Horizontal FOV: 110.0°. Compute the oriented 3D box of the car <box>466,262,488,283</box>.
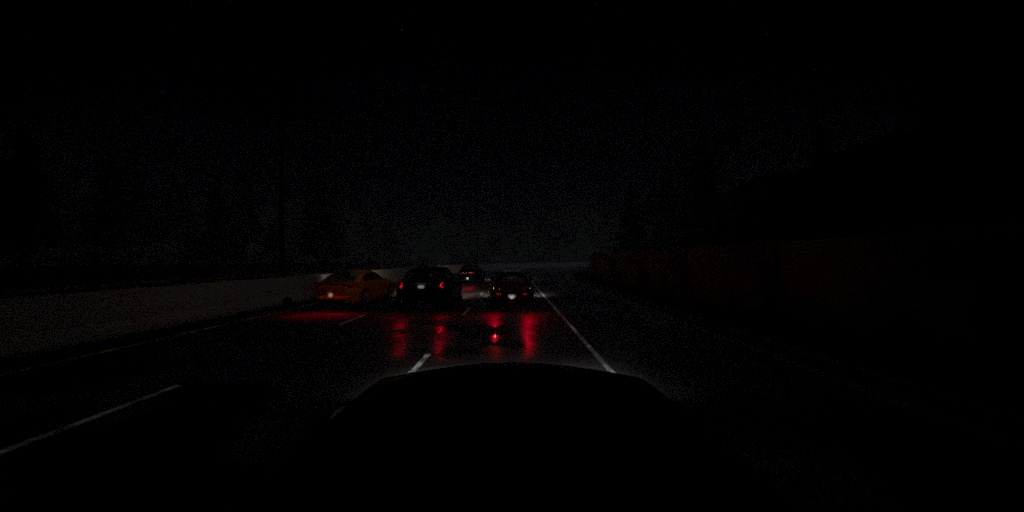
[{"bbox_3d":[-3.459,1.533,30.934,1.837,1.490,4.892,0,0,2],"label":"car"}]

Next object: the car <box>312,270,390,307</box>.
[{"bbox_3d":[-6.998,1.366,16.320,1.882,1.535,5.008,0,0,0],"label":"car"}]

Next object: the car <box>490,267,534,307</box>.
[{"bbox_3d":[0.001,1.412,16.232,1.812,1.442,4.674,0,0,0],"label":"car"}]

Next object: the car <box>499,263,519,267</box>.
[{"bbox_3d":[0.046,1.551,30.939,1.812,1.442,4.674,0,0,2],"label":"car"}]

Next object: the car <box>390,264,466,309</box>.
[{"bbox_3d":[-3.502,1.234,15.935,2.097,1.767,4.553,0,-1,0],"label":"car"}]
